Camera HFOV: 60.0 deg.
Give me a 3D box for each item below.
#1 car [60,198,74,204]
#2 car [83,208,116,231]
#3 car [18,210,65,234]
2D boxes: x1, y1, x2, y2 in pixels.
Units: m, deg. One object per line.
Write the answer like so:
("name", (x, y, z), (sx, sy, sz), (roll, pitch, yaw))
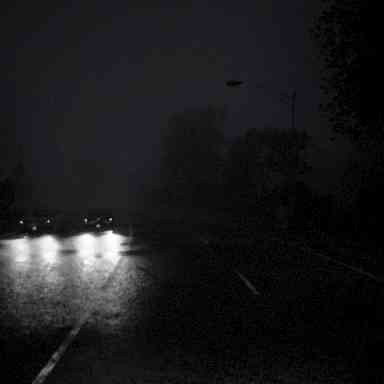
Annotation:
("car", (-32.295, 2.331, 85.847), (4.892, 1.490, 1.837), (-1, 1, 45))
("car", (-6.077, 1.763, 22.178), (1.895, 1.301, 4.718), (-1, 0, -12))
("car", (-9.444, 1.805, 21.213), (1.895, 1.301, 4.718), (-1, 0, -12))
